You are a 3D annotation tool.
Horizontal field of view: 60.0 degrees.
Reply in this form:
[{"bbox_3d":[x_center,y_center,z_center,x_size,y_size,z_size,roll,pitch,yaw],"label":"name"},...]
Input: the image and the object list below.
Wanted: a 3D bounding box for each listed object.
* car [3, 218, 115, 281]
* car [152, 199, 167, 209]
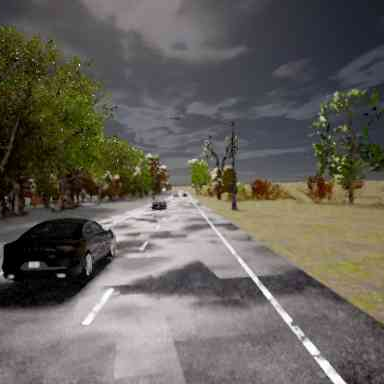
[{"bbox_3d":[-3.685,1.519,10.115,1.882,1.535,5.008,-1,0,-1],"label":"car"},{"bbox_3d":[-4.473,1.599,46.256,1.895,1.301,4.718,-1,0,-1],"label":"car"}]
